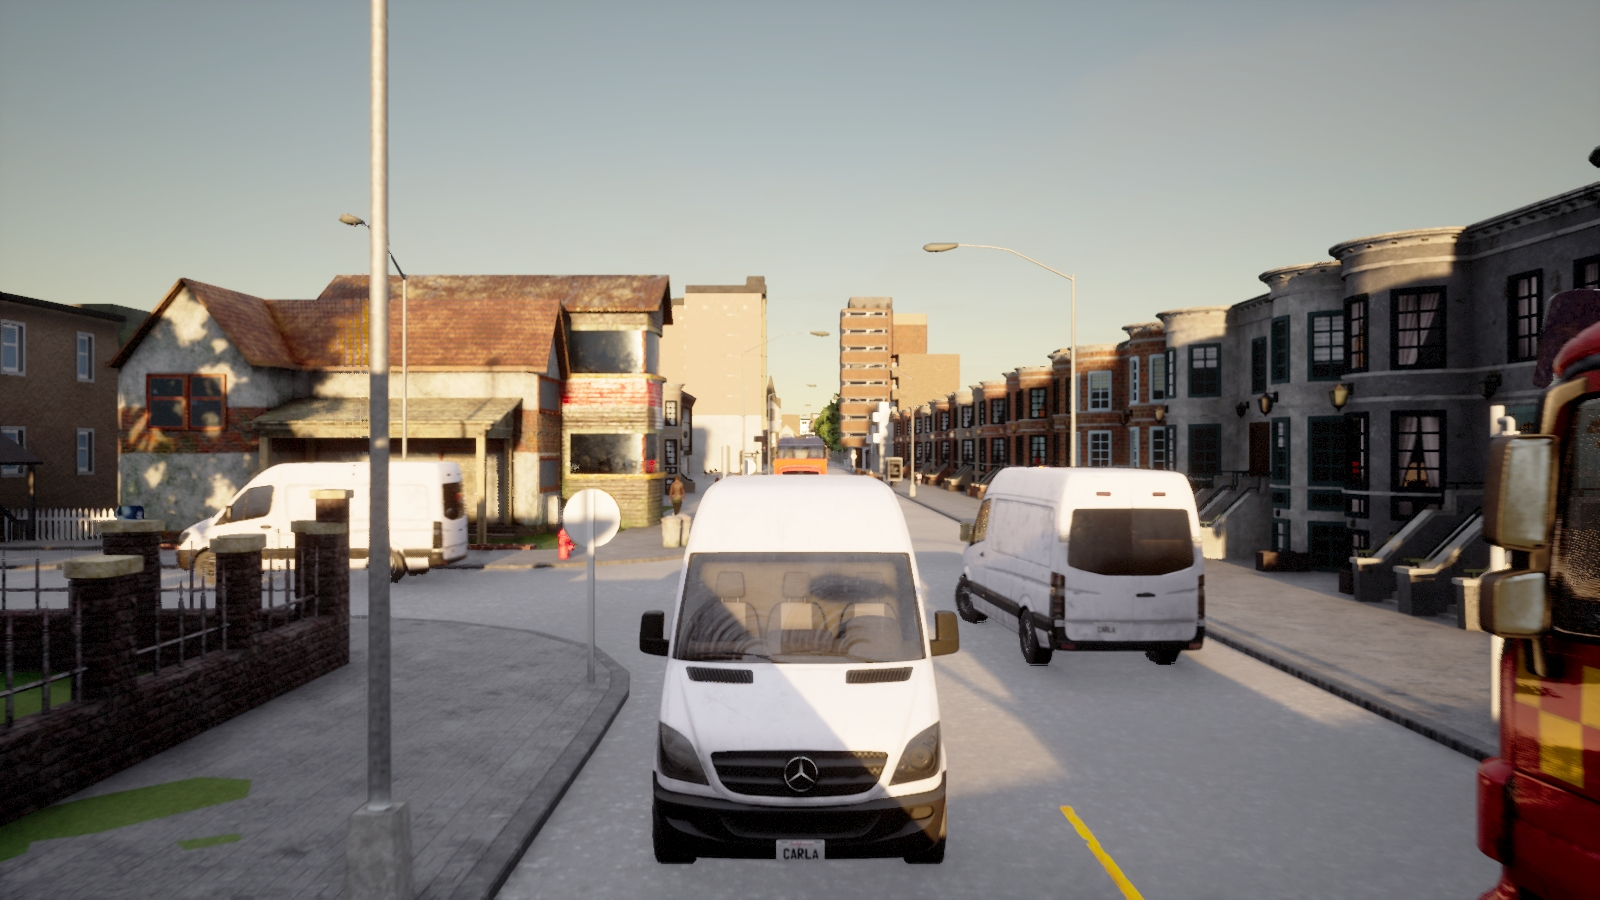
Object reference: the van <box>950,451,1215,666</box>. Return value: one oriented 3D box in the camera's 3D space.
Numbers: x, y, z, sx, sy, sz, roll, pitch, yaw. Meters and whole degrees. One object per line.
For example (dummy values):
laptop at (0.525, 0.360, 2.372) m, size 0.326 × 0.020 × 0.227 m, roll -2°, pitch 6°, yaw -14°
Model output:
van at (3.803, 1.315, 16.731) m, size 1.988 × 2.561 × 5.915 m, roll 1°, pitch 0°, yaw -4°

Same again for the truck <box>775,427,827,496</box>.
truck at (0.043, 0.669, 67.664) m, size 2.891 × 3.827 × 8.468 m, roll 0°, pitch 0°, yaw 0°

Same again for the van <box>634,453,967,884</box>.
van at (0.003, 1.315, 9.781) m, size 1.988 × 2.561 × 5.915 m, roll 0°, pitch 0°, yaw 0°

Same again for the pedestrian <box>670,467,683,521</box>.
pedestrian at (-4.308, 1.527, 39.854) m, size 0.375 × 1.860 × 0.375 m, roll 0°, pitch 0°, yaw 13°

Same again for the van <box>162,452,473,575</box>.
van at (-10.361, 1.315, 24.833) m, size 5.915 × 2.561 × 1.988 m, roll 0°, pitch 0°, yaw 1°

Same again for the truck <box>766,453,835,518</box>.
truck at (0.018, 1.348, 45.684) m, size 2.627 × 2.467 × 5.204 m, roll 0°, pitch 0°, yaw 0°
